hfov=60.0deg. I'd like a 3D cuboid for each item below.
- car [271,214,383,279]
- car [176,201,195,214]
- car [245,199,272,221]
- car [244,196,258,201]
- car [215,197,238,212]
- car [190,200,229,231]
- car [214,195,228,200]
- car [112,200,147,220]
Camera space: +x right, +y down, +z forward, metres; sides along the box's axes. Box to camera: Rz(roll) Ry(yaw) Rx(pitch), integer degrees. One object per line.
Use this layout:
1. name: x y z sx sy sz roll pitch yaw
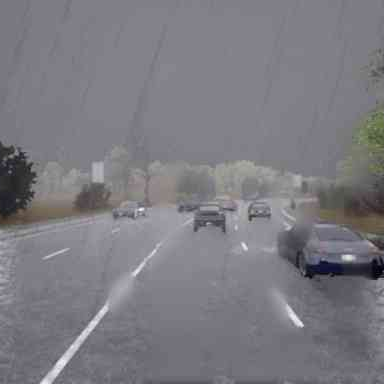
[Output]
1. car: 3.900 1.569 10.098 1.994 1.385 4.181 0 0 2
2. car: -0.264 1.595 35.642 1.895 1.301 4.718 0 0 12
3. car: 5.611 1.558 27.759 2.033 1.411 5.357 0 0 9
4. car: 13.192 1.523 73.979 2.033 1.411 5.357 0 0 27
5. car: 4.144 1.569 38.369 1.994 1.385 4.181 0 0 13
6. car: 1.166 1.505 20.492 1.837 1.490 4.892 0 0 6
7. car: 5.989 1.342 66.891 2.097 1.767 4.553 0 0 23
8. car: -5.135 1.490 27.934 1.837 1.490 4.892 0 0 9
